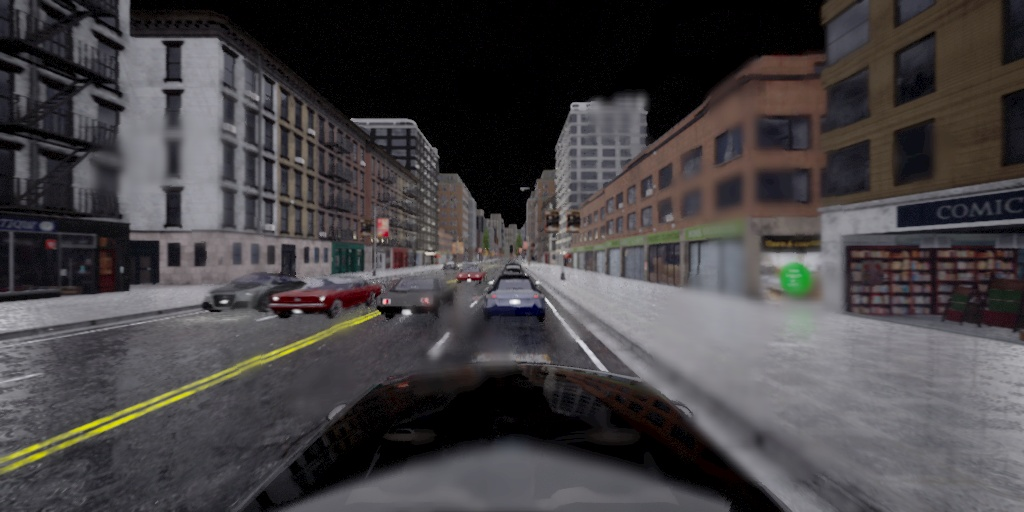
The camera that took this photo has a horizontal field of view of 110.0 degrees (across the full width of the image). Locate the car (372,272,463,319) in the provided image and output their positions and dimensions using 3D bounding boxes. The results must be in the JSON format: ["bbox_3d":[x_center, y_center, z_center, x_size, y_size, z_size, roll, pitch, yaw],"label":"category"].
[{"bbox_3d":[-3.153,1.417,13.022,1.895,1.301,4.718,0,0,0],"label":"car"}]

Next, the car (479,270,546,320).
[{"bbox_3d":[0.092,1.379,12.893,1.994,1.385,4.181,0,0,0],"label":"car"}]

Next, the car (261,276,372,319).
[{"bbox_3d":[-6.602,1.418,13.248,1.895,1.301,4.718,0,0,0],"label":"car"}]

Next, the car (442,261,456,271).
[{"bbox_3d":[-9.807,1.591,57.222,1.812,1.442,4.674,0,0,1],"label":"car"}]

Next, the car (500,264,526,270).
[{"bbox_3d":[0.096,1.420,30.260,1.837,1.490,4.892,0,0,0],"label":"car"}]

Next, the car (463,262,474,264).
[{"bbox_3d":[-6.570,1.616,54.795,1.994,1.385,4.181,0,0,1],"label":"car"}]

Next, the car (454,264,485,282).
[{"bbox_3d":[-3.155,1.507,28.652,1.895,1.301,4.718,0,0,0],"label":"car"}]

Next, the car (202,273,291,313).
[{"bbox_3d":[-9.851,1.387,14.278,1.994,1.385,4.181,0,0,0],"label":"car"}]
